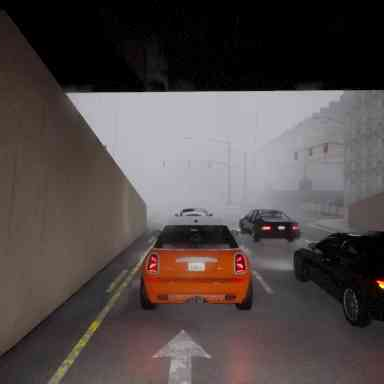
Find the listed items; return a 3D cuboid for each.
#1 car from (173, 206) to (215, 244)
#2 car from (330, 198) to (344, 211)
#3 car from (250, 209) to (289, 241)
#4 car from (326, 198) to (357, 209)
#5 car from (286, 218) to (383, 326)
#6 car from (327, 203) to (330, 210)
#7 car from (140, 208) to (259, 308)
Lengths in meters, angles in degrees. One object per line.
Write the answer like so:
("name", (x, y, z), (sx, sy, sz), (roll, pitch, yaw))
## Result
("car", (0.093, 1.526, 16.735), (1.812, 1.442, 4.674), (0, 0, 0))
("car", (17.419, 1.453, 34.300), (2.038, 1.542, 4.974), (0, 0, -35))
("car", (3.626, 1.547, 16.406), (2.033, 1.411, 5.357), (0, 0, -3))
("car", (17.558, 1.295, 38.944), (1.853, 1.218, 4.536), (0, 0, 45))
("car", (3.584, 1.526, 6.914), (1.812, 1.442, 4.674), (0, 0, 0))
("car", (17.522, 1.453, 38.907), (2.038, 1.542, 4.974), (0, 0, 45))
("car", (0.086, 1.352, 8.057), (2.097, 1.767, 4.553), (0, 0, 0))
